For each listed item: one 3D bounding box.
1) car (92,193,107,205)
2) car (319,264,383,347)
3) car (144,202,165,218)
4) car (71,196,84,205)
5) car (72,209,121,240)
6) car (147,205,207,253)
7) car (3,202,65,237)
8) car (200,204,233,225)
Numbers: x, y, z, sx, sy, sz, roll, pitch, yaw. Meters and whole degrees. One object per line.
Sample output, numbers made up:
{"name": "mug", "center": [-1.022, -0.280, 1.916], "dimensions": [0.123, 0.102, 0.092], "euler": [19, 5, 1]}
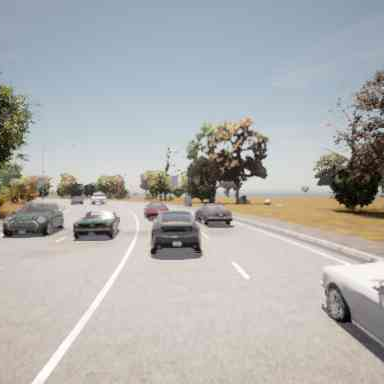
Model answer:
{"name": "car", "center": [-16.428, 1.227, 58.848], "dimensions": [2.150, 2.045, 5.566], "euler": [0, 0, -23]}
{"name": "car", "center": [3.400, 1.593, 4.220], "dimensions": [1.895, 1.301, 4.718], "euler": [0, 0, -2]}
{"name": "car", "center": [-3.242, 1.564, 29.837], "dimensions": [1.994, 1.385, 4.181], "euler": [0, 0, -12]}
{"name": "car", "center": [-20.133, 1.510, 58.568], "dimensions": [1.837, 1.490, 4.892], "euler": [0, 0, -24]}
{"name": "car", "center": [-4.837, 1.605, 17.355], "dimensions": [1.895, 1.301, 4.718], "euler": [0, 0, -7]}
{"name": "car", "center": [-0.726, 1.504, 13.684], "dimensions": [1.837, 1.490, 4.892], "euler": [0, 0, -5]}
{"name": "car", "center": [-8.537, 1.361, 18.327], "dimensions": [2.097, 1.767, 4.553], "euler": [0, 0, -8]}
{"name": "car", "center": [1.463, 1.543, 24.058], "dimensions": [2.033, 1.411, 5.357], "euler": [0, 0, -9]}
